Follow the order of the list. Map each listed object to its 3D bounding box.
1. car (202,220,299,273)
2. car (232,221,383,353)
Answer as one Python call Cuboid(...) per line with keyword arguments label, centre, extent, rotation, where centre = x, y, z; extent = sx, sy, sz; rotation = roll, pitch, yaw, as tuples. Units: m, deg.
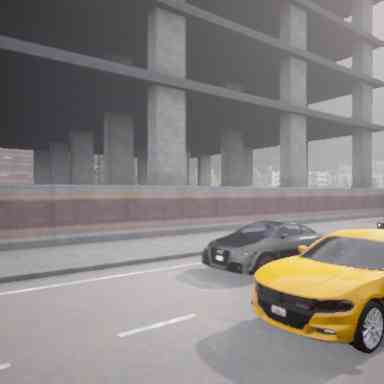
Cuboid(label="car", centre=(2.345, 1.561, 9.943), extent=(4.181, 1.385, 1.994), rotation=(0, 0, -36))
Cuboid(label="car", centre=(3.310, 1.475, 6.295), extent=(5.008, 1.535, 1.882), rotation=(0, 0, -35))
